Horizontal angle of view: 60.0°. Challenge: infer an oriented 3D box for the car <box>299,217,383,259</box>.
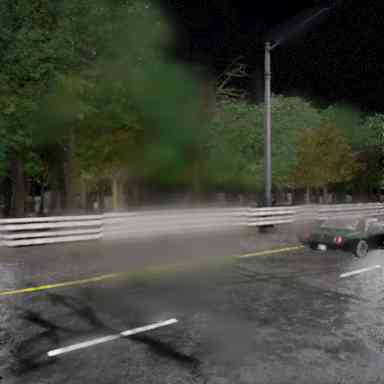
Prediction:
[{"bbox_3d":[6.250,1.577,12.547,4.718,1.301,1.895,0,0,-35],"label":"car"}]
